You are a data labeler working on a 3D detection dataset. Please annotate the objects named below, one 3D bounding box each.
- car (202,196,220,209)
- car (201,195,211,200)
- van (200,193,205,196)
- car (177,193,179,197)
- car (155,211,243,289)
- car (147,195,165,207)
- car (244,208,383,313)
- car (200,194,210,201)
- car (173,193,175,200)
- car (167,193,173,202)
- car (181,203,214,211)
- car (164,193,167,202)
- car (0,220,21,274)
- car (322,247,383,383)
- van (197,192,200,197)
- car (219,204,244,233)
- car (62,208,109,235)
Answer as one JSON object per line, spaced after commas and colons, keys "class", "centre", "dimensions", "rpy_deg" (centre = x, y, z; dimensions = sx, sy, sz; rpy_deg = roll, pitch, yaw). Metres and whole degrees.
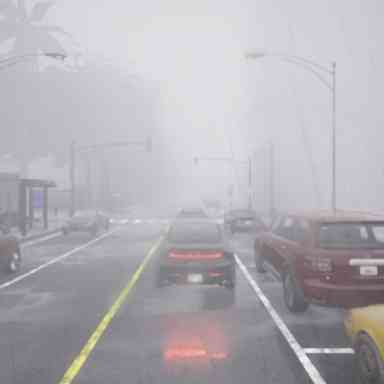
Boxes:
{"class": "car", "centre": [2.790, 1.530, 44.875], "dimensions": [1.947, 1.339, 4.313], "rpy_deg": [0, 0, 0]}
{"class": "car", "centre": [2.793, 1.524, 50.295], "dimensions": [1.947, 1.339, 4.313], "rpy_deg": [0, 0, 0]}
{"class": "van", "centre": [2.799, 1.285, 61.136], "dimensions": [1.690, 1.788, 3.998], "rpy_deg": [0, 0, 0]}
{"class": "car", "centre": [-5.706, 1.202, 93.683], "dimensions": [2.192, 1.841, 5.009], "rpy_deg": [0, 0, 0]}
{"class": "car", "centre": [0.083, 1.500, 9.168], "dimensions": [1.837, 1.490, 4.892], "rpy_deg": [0, 0, 0]}
{"class": "car", "centre": [-5.732, 1.509, 50.321], "dimensions": [2.008, 1.369, 4.403], "rpy_deg": [0, 0, 0]}
{"class": "car", "centre": [2.765, 1.311, 7.588], "dimensions": [2.192, 1.841, 5.009], "rpy_deg": [0, 0, 0]}
{"class": "car", "centre": [2.797, 1.476, 55.886], "dimensions": [1.752, 1.417, 4.829], "rpy_deg": [0, 0, 0]}
{"class": "car", "centre": [-5.716, 1.233, 77.422], "dimensions": [2.192, 1.841, 5.009], "rpy_deg": [0, 0, 0]}
{"class": "car", "centre": [-5.719, 1.368, 72.002], "dimensions": [1.967, 1.590, 4.097], "rpy_deg": [0, 0, 0]}
{"class": "car", "centre": [0.015, 1.552, 19.197], "dimensions": [1.994, 1.385, 4.181], "rpy_deg": [0, 0, 0]}
{"class": "car", "centre": [-5.729, 1.392, 55.741], "dimensions": [1.967, 1.590, 4.097], "rpy_deg": [0, 0, 0]}
{"class": "car", "centre": [-5.759, 1.436, 7.609], "dimensions": [1.967, 1.590, 4.097], "rpy_deg": [0, 0, 0]}
{"class": "car", "centre": [2.763, 1.524, 2.333], "dimensions": [1.752, 1.417, 4.829], "rpy_deg": [0, 0, 0]}
{"class": "van", "centre": [2.813, 1.249, 82.818], "dimensions": [1.690, 1.788, 3.998], "rpy_deg": [0, 0, 0]}
{"class": "car", "centre": [2.773, 1.555, 18.438], "dimensions": [1.947, 1.339, 4.313], "rpy_deg": [0, 0, 0]}
{"class": "car", "centre": [-5.752, 1.571, 18.462], "dimensions": [1.802, 1.307, 4.206], "rpy_deg": [0, 0, 0]}
